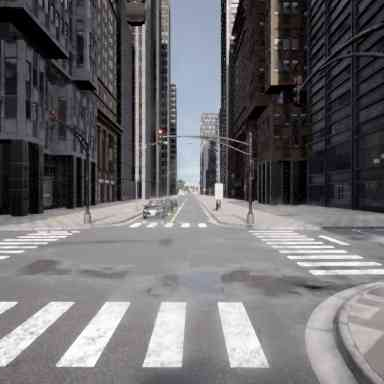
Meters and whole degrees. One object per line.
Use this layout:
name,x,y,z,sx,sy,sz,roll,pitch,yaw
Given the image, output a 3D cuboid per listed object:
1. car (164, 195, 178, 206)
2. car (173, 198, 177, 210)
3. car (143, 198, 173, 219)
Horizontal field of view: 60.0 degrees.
car,-3.213,1.586,50.394,1.994,1.385,4.181,0,0,-1
car,-3.196,1.579,39.491,1.994,1.385,4.181,0,0,-1
car,-3.169,1.501,29.425,2.128,1.511,4.902,0,0,0
